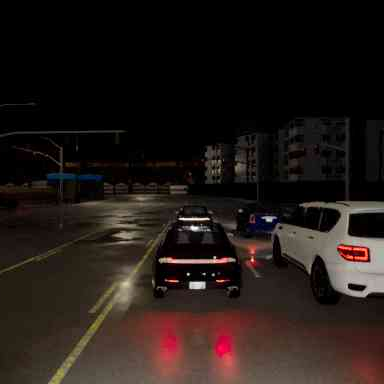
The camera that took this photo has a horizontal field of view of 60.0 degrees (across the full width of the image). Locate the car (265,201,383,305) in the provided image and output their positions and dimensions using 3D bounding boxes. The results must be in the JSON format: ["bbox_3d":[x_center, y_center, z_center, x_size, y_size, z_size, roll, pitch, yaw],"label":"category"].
[{"bbox_3d":[3.595,1.220,8.246,2.150,2.045,5.566,0,0,0],"label":"car"}]

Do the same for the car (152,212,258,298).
[{"bbox_3d":[0.103,1.499,8.534,2.128,1.511,4.902,0,0,0],"label":"car"}]

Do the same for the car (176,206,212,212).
[{"bbox_3d":[0.113,1.473,17.946,2.128,1.511,4.902,0,0,0],"label":"car"}]

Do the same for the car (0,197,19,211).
[{"bbox_3d":[-22.271,1.343,37.726,4.892,1.490,1.837,0,1,-1],"label":"car"}]

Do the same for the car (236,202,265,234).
[{"bbox_3d":[3.611,1.328,17.669,2.097,1.767,4.553,0,0,0],"label":"car"}]
